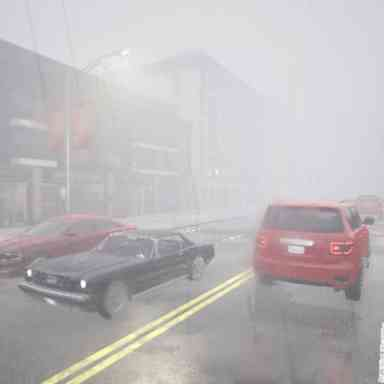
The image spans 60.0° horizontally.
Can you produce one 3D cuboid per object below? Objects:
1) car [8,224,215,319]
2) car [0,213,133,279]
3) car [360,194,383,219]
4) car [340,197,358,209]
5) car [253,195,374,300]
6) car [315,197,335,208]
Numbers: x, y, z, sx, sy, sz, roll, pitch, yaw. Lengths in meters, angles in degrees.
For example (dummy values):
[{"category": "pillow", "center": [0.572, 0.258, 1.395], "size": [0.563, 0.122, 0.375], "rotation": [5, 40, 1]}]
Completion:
[{"category": "car", "center": [-1.301, 1.586, 7.643], "size": [1.895, 1.301, 4.718], "rotation": [0, 0, 31]}, {"category": "car", "center": [-3.687, 1.451, 9.986], "size": [1.882, 1.535, 5.008], "rotation": [0, 0, 31]}, {"category": "car", "center": [15.795, 1.235, 29.606], "size": [2.150, 2.045, 5.566], "rotation": [0, 0, 30]}, {"category": "car", "center": [22.354, 1.530, 47.136], "size": [1.837, 1.490, 4.892], "rotation": [0, 0, 31]}, {"category": "car", "center": [3.413, 1.221, 8.811], "size": [2.150, 2.045, 5.566], "rotation": [0, 0, 31]}, {"category": "car", "center": [19.597, 1.558, 48.857], "size": [2.033, 1.411, 5.357], "rotation": [0, 0, 31]}]
